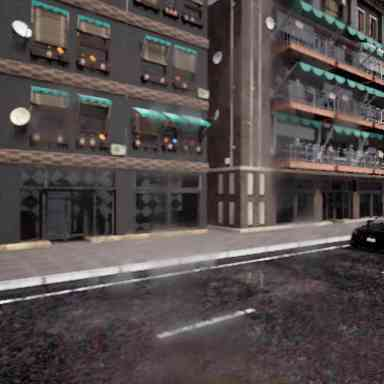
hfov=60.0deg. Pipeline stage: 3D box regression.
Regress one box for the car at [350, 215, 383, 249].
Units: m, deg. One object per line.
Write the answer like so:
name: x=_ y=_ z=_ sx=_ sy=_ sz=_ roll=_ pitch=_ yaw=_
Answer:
car: x=8.341 y=1.626 z=13.629 sx=4.181 sy=1.385 sz=1.994 roll=0 pitch=0 yaw=-36
